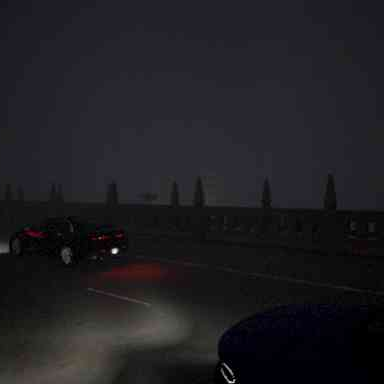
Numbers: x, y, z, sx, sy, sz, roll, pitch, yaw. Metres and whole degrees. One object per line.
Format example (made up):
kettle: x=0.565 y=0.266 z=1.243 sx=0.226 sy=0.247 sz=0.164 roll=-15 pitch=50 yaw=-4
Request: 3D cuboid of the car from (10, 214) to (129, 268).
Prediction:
car: x=-4.283 y=1.501 z=11.290 sx=4.892 sy=1.490 sz=1.837 roll=0 pitch=0 yaw=35

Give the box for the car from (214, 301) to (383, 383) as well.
car: x=2.491 y=1.478 z=2.215 sx=5.008 sy=1.535 sz=1.882 roll=0 pitch=0 yaw=35
